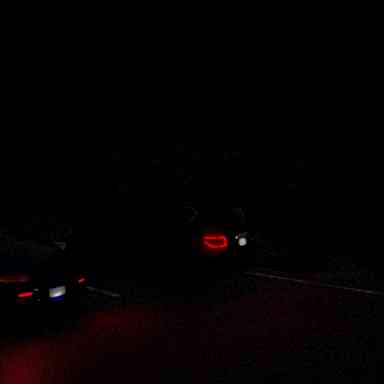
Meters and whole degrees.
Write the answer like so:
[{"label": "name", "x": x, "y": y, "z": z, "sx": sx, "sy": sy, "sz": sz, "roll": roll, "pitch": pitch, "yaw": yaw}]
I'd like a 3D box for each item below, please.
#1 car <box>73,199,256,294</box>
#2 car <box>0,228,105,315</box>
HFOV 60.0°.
[{"label": "car", "x": -1.040, "y": 1.205, "z": 9.032, "sx": 5.566, "sy": 2.045, "sz": 2.150, "roll": 0, "pitch": 0, "yaw": 35}, {"label": "car", "x": -4.142, "y": 1.506, "z": 6.946, "sx": 4.674, "sy": 1.442, "sz": 1.812, "roll": 0, "pitch": 0, "yaw": 35}]
